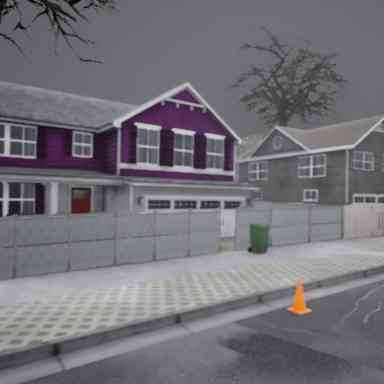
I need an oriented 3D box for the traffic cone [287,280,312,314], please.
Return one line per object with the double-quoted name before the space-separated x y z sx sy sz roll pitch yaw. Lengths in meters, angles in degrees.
"traffic cone" 2.083 1.991 6.428 0.340 0.580 0.340 0 0 -34
